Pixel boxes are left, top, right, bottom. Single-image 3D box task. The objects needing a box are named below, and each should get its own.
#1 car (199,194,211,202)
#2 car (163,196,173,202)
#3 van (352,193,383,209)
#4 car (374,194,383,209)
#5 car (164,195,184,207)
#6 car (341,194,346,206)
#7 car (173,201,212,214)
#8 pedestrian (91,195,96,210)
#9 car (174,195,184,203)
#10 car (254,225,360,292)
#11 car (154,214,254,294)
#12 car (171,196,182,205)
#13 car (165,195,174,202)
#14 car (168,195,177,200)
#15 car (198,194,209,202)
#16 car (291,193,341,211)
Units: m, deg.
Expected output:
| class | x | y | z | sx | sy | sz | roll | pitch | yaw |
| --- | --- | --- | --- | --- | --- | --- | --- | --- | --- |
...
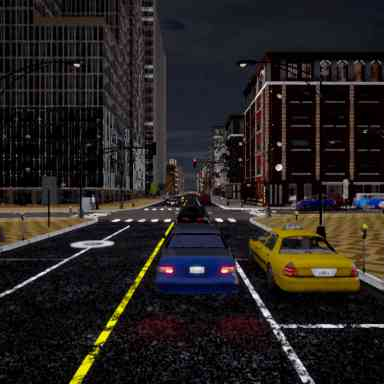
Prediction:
| class | x | y | z | sx | sy | sz | roll | pitch | yaw |
| --- | --- | --- | --- | --- | --- | --- | --- | --- | --- |
| car | 2.571 | 1.318 | 63.411 | 2.192 | 1.841 | 5.009 | 0 | 0 | 0 |
| car | -5.307 | 1.555 | 74.597 | 2.008 | 1.369 | 4.403 | 0 | 0 | 0 |
| van | 20.974 | 1.050 | 39.012 | 3.998 | 1.788 | 1.690 | -1 | 1 | -1 |
| car | 23.092 | 1.213 | 36.583 | 4.674 | 1.442 | 1.812 | -1 | 0 | 0 |
| car | -2.837 | 1.493 | 51.254 | 2.128 | 1.511 | 4.902 | 0 | 0 | 0 |
| car | 15.318 | 1.094 | 38.953 | 5.009 | 1.841 | 2.192 | -1 | 1 | -1 |
| car | 0.086 | 1.504 | 18.654 | 1.837 | 1.490 | 4.892 | 0 | 0 | 0 |
| pedestrian | -12.343 | 1.270 | 41.603 | 0.375 | 1.860 | 0.375 | 0 | 1 | -1 |
| car | -2.741 | 1.482 | 71.367 | 1.882 | 1.535 | 5.008 | 0 | 0 | 0 |
| car | 2.565 | 1.525 | 8.764 | 1.752 | 1.417 | 4.829 | 0 | 0 | 0 |
| car | 0.098 | 1.547 | 8.913 | 2.033 | 1.411 | 5.357 | 0 | 0 | 0 |
| car | -2.810 | 1.528 | 60.881 | 1.812 | 1.442 | 4.674 | 0 | 0 | 0 |
| car | -5.307 | 1.550 | 80.190 | 1.887 | 1.381 | 4.507 | 0 | 0 | 0 |
| car | -5.305 | 1.557 | 91.376 | 2.008 | 1.369 | 4.403 | 0 | 0 | 0 |
| car | 2.573 | 1.319 | 74.597 | 2.192 | 1.841 | 5.009 | 0 | 0 | 0 |
| car | 13.290 | 1.162 | 36.452 | 4.553 | 1.767 | 2.097 | -1 | 0 | -1 |
